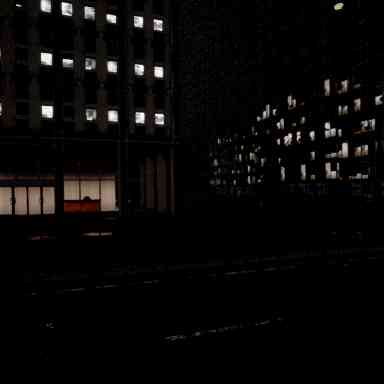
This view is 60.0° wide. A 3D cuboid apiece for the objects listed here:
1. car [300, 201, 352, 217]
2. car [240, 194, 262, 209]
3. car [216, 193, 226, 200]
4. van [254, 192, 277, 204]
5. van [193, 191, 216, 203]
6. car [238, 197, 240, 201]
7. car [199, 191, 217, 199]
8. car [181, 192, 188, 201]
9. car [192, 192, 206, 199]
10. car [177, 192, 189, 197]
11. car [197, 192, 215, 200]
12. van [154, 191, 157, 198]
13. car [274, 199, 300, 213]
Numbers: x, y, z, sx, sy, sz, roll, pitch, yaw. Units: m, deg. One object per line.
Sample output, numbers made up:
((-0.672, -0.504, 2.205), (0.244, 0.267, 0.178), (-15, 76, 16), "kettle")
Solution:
((12.060, 1.435, 29.454), (1.947, 1.339, 4.313), (0, 1, -21), "car")
((8.041, 1.332, 40.089), (1.947, 1.339, 4.313), (0, 1, -21), "car")
((5.684, 0.955, 69.636), (1.802, 1.307, 4.206), (0, 1, -21), "car")
((11.818, 0.871, 53.723), (1.690, 1.788, 3.998), (0, 1, -21), "van")
((1.955, 0.953, 56.013), (1.690, 1.788, 3.998), (0, 1, -21), "van")
((9.775, 1.060, 59.029), (1.802, 1.307, 4.206), (0, 1, -21), "car")
((3.638, 0.635, 74.935), (2.192, 1.841, 5.009), (0, 1, -21), "car")
((-2.135, 1.057, 66.621), (2.008, 1.369, 4.403), (0, 1, -21), "car")
((1.593, 0.707, 80.239), (1.967, 1.590, 4.097), (0, 1, -21), "car")
((-2.496, 0.711, 90.846), (2.008, 1.369, 4.403), (0, 1, -21), "car")
((2.816, 0.880, 69.854), (1.882, 1.535, 5.008), (-1, 1, -21), "car")
((-8.270, 0.688, 82.527), (1.690, 1.788, 3.998), (0, 1, -21), "van")
((10.031, 1.400, 34.766), (1.802, 1.307, 4.206), (0, 1, -21), "car")
